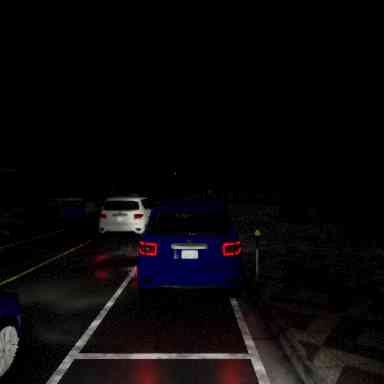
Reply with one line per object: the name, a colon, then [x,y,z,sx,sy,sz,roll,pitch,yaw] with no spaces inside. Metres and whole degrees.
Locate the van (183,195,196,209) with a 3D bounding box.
van: [-0.384,1.353,45.324,1.690,1.788,3.998,0,0,0]

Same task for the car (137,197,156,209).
car: [-6.174,1.489,45.433,1.882,1.535,5.008,0,0,1]

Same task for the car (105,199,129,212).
car: [-8.909,1.534,39.716,1.752,1.417,4.829,0,0,0]

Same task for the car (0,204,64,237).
car: [-8.909,1.567,18.136,1.947,1.339,4.313,0,0,0]

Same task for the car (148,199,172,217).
car: [-3.127,1.513,33.120,1.837,1.490,4.892,0,1,0]

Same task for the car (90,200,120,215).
car: [-8.909,1.572,34.448,1.947,1.339,4.313,0,0,0]

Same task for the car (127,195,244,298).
car: [-0.039,1.221,8.680,2.150,2.045,5.566,0,0,0]

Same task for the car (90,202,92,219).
car: [-8.909,1.530,28.841,1.752,1.417,4.829,0,0,0]

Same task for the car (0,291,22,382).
car: [-3.146,1.477,2.359,1.882,1.535,5.008,0,0,0]

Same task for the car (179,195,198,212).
car: [-0.384,1.324,39.886,2.192,1.841,5.009,0,0,0]

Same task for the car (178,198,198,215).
car: [-0.384,1.446,34.448,1.967,1.590,4.097,0,0,0]

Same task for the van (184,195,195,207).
van: [-0.384,1.355,50.761,1.690,1.788,3.998,0,0,0]

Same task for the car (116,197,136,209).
car: [-8.910,1.452,45.324,1.967,1.590,4.097,0,0,0]

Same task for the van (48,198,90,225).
van: [-8.909,1.344,23.573,1.690,1.788,3.998,0,0,0]

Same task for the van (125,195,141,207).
van: [-8.910,1.355,50.762,1.690,1.788,3.998,0,0,0]

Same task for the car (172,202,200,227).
car: [-0.384,1.528,23.743,1.752,1.417,4.829,0,0,0]

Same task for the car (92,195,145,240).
car: [-3.137,1.226,17.210,2.150,2.045,5.566,0,0,0]
